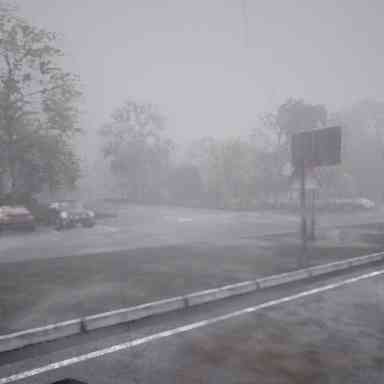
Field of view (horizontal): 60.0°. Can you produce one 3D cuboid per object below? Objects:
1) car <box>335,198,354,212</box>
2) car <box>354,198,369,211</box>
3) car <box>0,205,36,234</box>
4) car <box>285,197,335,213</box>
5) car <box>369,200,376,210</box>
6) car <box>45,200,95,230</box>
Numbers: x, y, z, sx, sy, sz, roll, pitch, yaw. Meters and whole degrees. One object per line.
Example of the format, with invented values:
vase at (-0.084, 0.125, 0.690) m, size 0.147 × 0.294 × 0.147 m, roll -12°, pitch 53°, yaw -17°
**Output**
car at (14.748, 1.417, 37.019) m, size 2.231 × 1.521 × 4.892 m, roll 0°, pitch 0°, yaw -35°
car at (17.409, 1.413, 38.925) m, size 2.097 × 1.535 × 5.008 m, roll 0°, pitch 0°, yaw -35°
car at (-10.319, 1.484, 19.153) m, size 2.002 × 1.452 × 4.674 m, roll 0°, pitch 0°, yaw -36°
car at (12.076, 1.458, 35.123) m, size 2.002 × 1.452 × 4.674 m, roll 0°, pitch 0°, yaw -35°
car at (19.980, 1.450, 40.743) m, size 2.002 × 1.452 × 4.674 m, roll 0°, pitch 0°, yaw -35°
car at (-7.778, 1.314, 21.050) m, size 2.185 × 1.767 × 4.553 m, roll 0°, pitch 0°, yaw -36°
